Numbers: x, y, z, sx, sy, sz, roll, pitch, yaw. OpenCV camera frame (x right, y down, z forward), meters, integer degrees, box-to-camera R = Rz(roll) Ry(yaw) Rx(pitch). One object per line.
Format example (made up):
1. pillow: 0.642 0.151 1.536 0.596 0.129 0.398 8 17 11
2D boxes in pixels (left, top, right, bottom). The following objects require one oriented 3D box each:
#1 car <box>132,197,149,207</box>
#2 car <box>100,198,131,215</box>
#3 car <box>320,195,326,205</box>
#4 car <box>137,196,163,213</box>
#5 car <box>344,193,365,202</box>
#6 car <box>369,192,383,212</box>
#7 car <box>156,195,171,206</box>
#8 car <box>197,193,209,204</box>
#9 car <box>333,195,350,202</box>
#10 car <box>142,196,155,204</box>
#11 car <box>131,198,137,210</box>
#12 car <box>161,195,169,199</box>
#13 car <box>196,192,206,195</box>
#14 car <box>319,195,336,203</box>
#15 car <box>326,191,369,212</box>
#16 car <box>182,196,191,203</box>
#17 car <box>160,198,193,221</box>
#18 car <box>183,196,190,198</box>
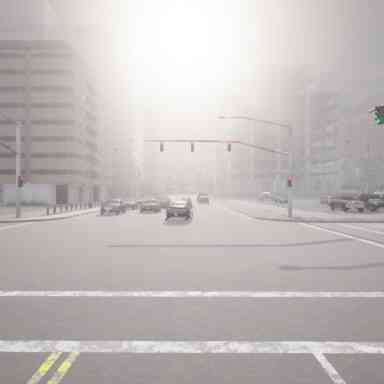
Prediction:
1. car: -8.217 1.564 53.383 1.994 1.385 4.181 0 0 -1
2. car: -8.061 1.491 34.239 2.128 1.511 4.902 0 0 0
3. car: 22.090 1.395 53.230 1.970 1.475 3.806 0 0 0
4. car: -4.584 1.505 36.864 1.837 1.490 4.892 0 0 0
5. car: 33.363 1.153 68.436 1.932 1.855 4.605 0 0 0
6. car: 19.470 1.156 35.750 1.905 1.878 3.866 0 0 0
7. car: -4.727 1.352 55.923 2.097 1.767 4.553 0 0 0
8. car: 2.284 1.477 64.662 1.882 1.535 5.008 0 0 0
9. car: 30.680 1.364 68.373 1.784 1.438 3.905 0 0 0
10. car: -8.256 1.477 63.506 1.882 1.535 5.008 0 0 0
11. car: -8.130 1.526 43.388 1.812 1.442 4.674 0 0 0
12. car: -4.658 1.352 46.007 2.097 1.767 4.553 0 0 -1
13. car: 2.202 1.051 74.466 2.150 2.045 5.566 0 0 0
14. car: 27.785 1.395 68.360 1.970 1.475 3.806 0 0 0
15. car: 16.575 1.153 35.790 1.932 1.855 4.605 0 0 0
16. car: -1.280 1.596 73.102 1.895 1.301 4.718 0 0 0
17. car: -1.020 1.491 27.621 2.128 1.511 4.902 0 0 4
18. car: -0.995 1.547 50.975 2.033 1.411 5.357 0 0 0
